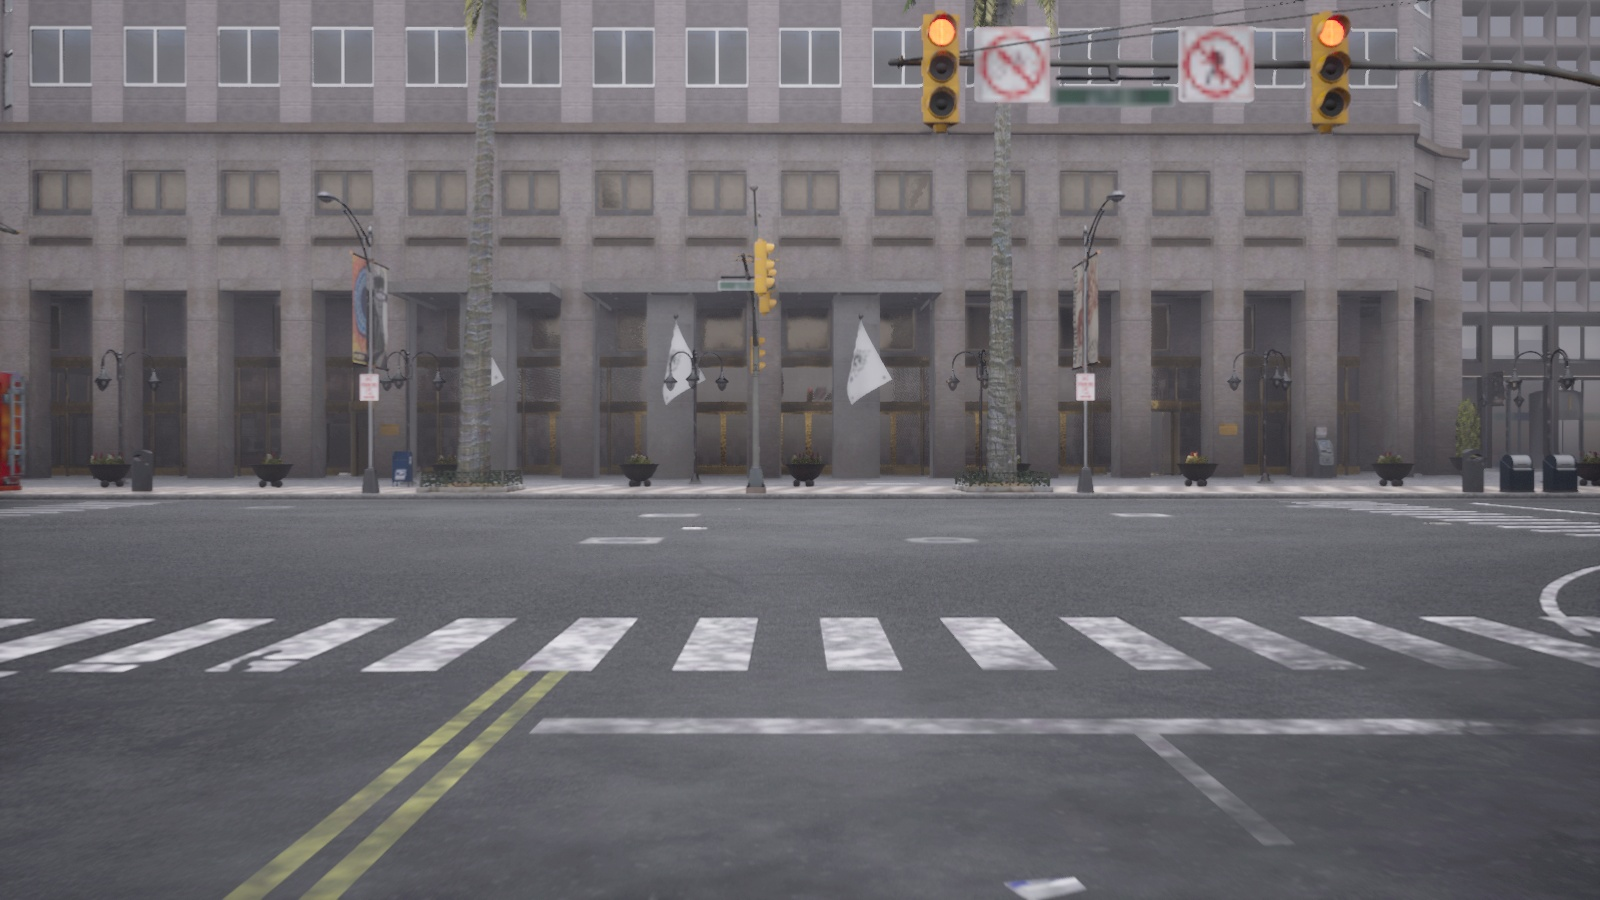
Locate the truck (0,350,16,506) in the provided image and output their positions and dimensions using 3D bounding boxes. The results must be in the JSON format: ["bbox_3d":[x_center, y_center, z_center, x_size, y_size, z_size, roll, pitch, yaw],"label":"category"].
[{"bbox_3d":[-23.953,-0.547,30.148,8.468,3.827,2.891,0,0,0],"label":"truck"}]
